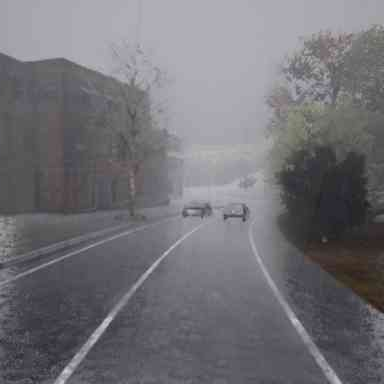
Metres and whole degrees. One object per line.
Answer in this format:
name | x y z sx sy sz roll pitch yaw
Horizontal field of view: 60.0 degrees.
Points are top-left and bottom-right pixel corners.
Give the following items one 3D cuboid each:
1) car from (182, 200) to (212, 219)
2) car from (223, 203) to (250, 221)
car | 0.508 1.481 28.811 2.128 1.511 4.902 1 0 14
car | 3.840 1.624 28.228 2.033 1.411 5.357 2 0 14
